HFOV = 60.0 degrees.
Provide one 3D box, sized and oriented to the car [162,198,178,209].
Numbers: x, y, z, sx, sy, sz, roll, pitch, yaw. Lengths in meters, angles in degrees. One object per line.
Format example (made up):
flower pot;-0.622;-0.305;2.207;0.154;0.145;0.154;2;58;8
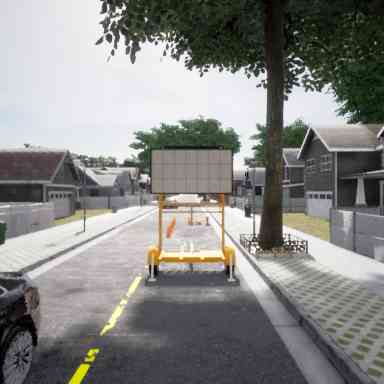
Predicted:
car;-2.907;1.517;44.127;1.994;1.385;4.181;0;0;0

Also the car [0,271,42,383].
car;-2.856;1.491;2.372;2.128;1.511;4.902;0;0;0

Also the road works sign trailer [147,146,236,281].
road works sign trailer;-0.007;0.462;9.785;2.380;3.560;2.880;0;0;0
